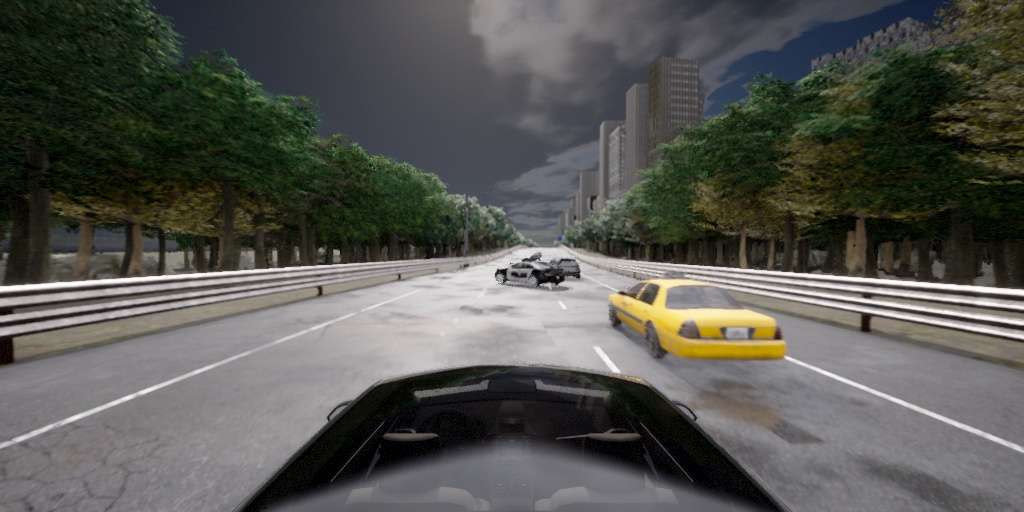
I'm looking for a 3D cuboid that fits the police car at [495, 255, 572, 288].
[{"bbox_3d":[0.927,0.985,22.341,1.930,1.638,5.238,0,1,-41],"label":"police car"}]

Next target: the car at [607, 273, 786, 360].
[{"bbox_3d":[3.542,1.146,8.140,1.801,1.575,5.366,0,1,1],"label":"car"}]

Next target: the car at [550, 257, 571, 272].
[{"bbox_3d":[5.362,0.929,40.238,2.163,1.488,4.792,0,0,5],"label":"car"}]

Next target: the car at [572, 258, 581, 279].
[{"bbox_3d":[4.465,0.944,29.459,2.033,1.649,4.856,0,0,4],"label":"car"}]
